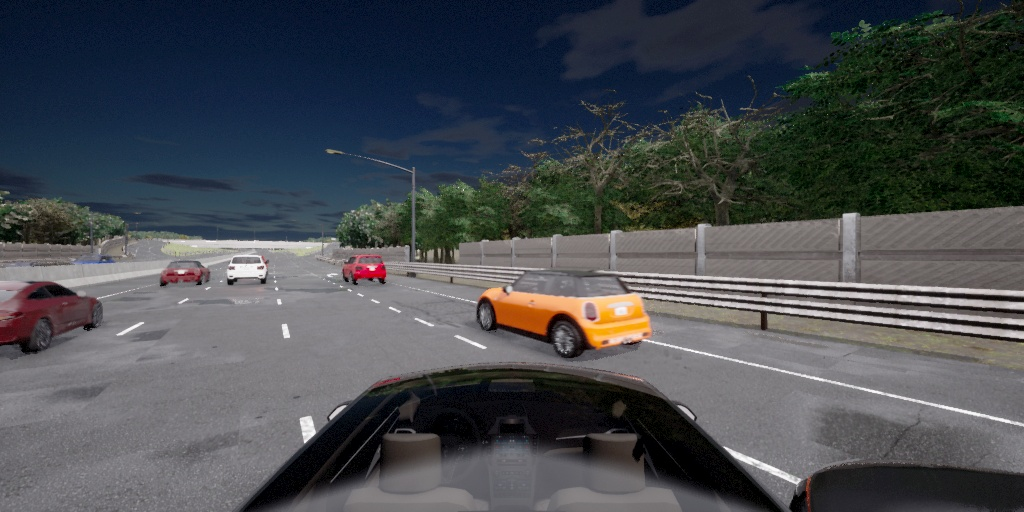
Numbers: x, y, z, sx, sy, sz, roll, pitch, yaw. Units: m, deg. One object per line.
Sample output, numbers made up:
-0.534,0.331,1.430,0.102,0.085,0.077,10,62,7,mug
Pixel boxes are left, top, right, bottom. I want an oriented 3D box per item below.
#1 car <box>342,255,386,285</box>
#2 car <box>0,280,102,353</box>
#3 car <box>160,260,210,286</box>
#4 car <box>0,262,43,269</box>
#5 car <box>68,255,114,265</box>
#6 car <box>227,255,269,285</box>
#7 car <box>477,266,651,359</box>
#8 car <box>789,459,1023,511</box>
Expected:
-10.883,0.961,26.282,2.150,2.045,5.566,0,0,-34,car
-11.220,1.272,8.031,1.812,1.442,4.674,0,0,-34,car
-22.764,1.087,25.137,2.097,1.767,4.553,0,0,-34,car
-45.059,1.275,32.943,1.994,1.385,4.181,0,0,-34,car
-43.891,0.928,37.507,2.150,2.045,5.566,0,0,-33,car
-19.289,0.956,26.244,2.150,2.045,5.566,0,0,-34,car
0.947,1.101,8.796,2.097,1.767,4.553,0,0,-34,car
2.984,1.315,0.521,4.181,1.385,1.994,0,0,34,car
